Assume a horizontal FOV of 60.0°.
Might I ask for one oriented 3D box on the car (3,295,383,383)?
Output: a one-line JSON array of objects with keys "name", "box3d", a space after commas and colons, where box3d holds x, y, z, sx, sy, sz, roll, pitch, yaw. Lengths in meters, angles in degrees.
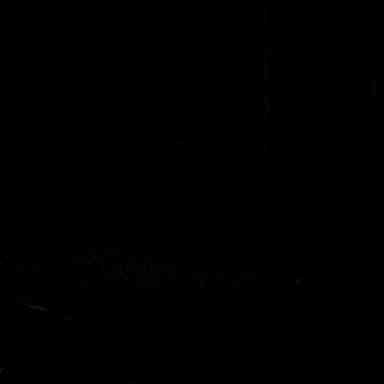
[{"name": "car", "box3d": [0.260, 1.566, 2.625, 4.313, 1.339, 1.947, 0, 0, 36]}]
